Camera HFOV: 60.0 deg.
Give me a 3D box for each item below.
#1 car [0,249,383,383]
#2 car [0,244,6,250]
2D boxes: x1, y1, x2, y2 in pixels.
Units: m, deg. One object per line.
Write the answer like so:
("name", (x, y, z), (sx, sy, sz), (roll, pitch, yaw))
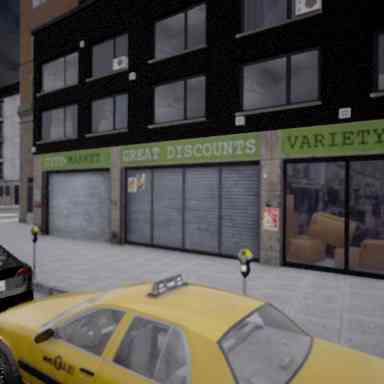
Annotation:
("car", (-0.443, 1.528, 3.410), (4.829, 1.417, 1.752), (0, 1, 36))
("car", (-4.848, 1.577, 6.562), (4.313, 1.339, 1.947), (0, 1, 36))
